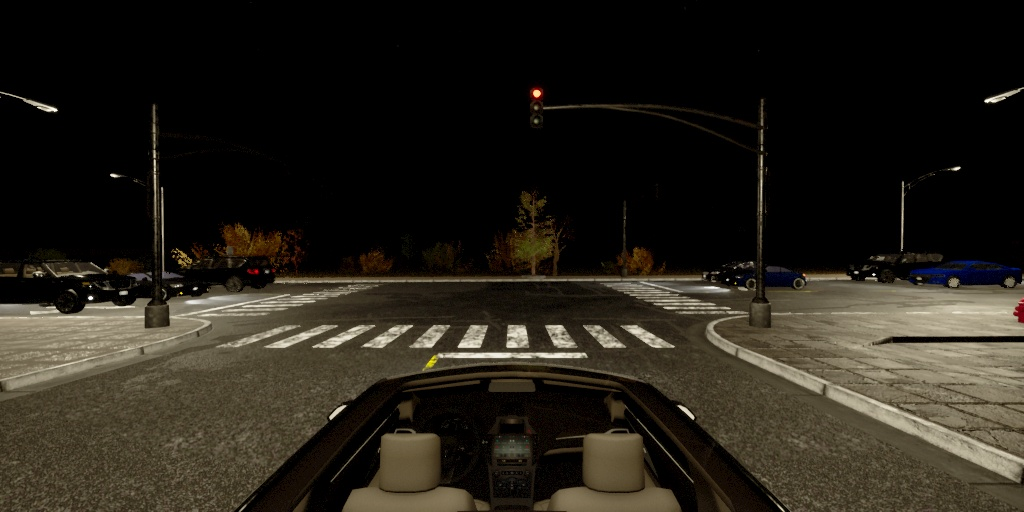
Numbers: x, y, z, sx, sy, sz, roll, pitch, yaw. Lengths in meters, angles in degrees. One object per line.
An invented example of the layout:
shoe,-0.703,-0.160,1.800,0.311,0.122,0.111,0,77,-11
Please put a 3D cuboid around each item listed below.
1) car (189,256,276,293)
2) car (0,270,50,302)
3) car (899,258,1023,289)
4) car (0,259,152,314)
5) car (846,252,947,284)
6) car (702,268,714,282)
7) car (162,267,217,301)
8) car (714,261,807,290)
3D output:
car,-17.017,1.047,21.034,5.566,2.045,2.150,0,1,0
car,-26.760,1.482,17.661,5.357,1.411,2.033,0,1,0
car,26.032,1.031,20.697,5.008,1.535,1.882,0,1,1
car,-18.275,1.140,14.339,5.566,2.045,2.150,0,1,0
car,25.798,0.736,23.945,5.566,2.045,2.150,0,1,1
car,15.374,1.068,24.031,4.902,1.511,2.128,0,1,0
car,-17.520,1.437,17.589,4.181,1.385,1.994,0,1,0
car,14.493,1.187,20.789,4.181,1.385,1.994,0,1,0
